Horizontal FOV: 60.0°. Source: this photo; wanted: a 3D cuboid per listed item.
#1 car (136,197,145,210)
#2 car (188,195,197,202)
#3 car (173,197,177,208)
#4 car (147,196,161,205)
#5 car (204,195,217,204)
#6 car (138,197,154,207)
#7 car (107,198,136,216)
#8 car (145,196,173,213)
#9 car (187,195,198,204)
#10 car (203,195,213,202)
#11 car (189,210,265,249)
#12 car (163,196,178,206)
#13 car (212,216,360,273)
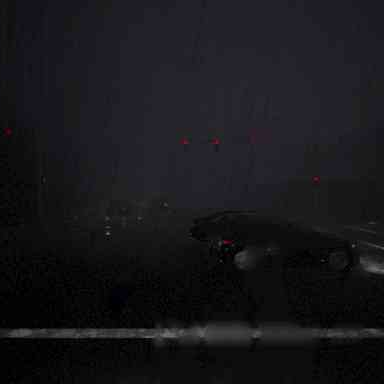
[{"bbox_3d":[-7.061,1.478,42.245,1.882,1.535,5.008,0,0,0],"label":"car"},{"bbox_3d":[0.057,1.413,73.933,1.994,1.385,4.181,0,0,0],"label":"car"},{"bbox_3d":[-3.559,1.564,45.614,1.994,1.385,4.181,0,0,0],"label":"car"},{"bbox_3d":[-7.015,1.491,62.140,2.128,1.511,4.902,0,0,0],"label":"car"},{"bbox_3d":[3.549,1.352,63.791,2.097,1.767,4.553,0,0,0],"label":"car"},{"bbox_3d":[-7.051,1.505,51.731,1.837,1.490,4.892,0,0,0],"label":"car"},{"bbox_3d":[-7.069,1.526,32.951,1.812,1.442,4.674,0,0,0],"label":"car"},{"bbox_3d":[-3.560,1.352,37.045,2.097,1.767,4.553,0,0,0],"label":"car"},{"bbox_3d":[0.049,1.505,63.823,1.837,1.490,4.892,0,0,0],"label":"car"},{"bbox_3d":[3.557,1.386,73.930,2.128,1.511,4.902,0,0,0],"label":"car"},{"bbox_3d":[2.309,1.515,13.811,4.902,1.511,2.128,0,0,0],"label":"car"},{"bbox_3d":[-3.537,1.492,55.672,2.128,1.511,4.902,0,0,0],"label":"car"},{"bbox_3d":[2.856,1.585,10.313,4.181,1.385,1.994,0,0,0],"label":"car"}]
